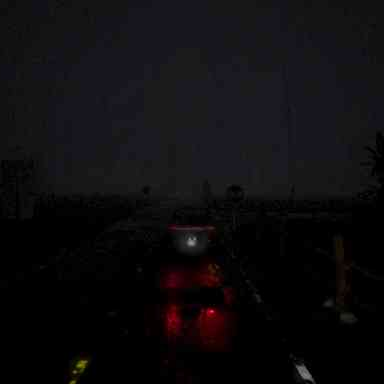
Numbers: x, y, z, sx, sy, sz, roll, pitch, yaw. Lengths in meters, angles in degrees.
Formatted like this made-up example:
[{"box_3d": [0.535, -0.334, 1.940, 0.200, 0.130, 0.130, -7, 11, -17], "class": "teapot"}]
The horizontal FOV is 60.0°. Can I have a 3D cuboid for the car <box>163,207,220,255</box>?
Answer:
[{"box_3d": [0.024, 1.300, 12.477, 2.128, 1.511, 4.902, 0, 1, 1], "class": "car"}]
